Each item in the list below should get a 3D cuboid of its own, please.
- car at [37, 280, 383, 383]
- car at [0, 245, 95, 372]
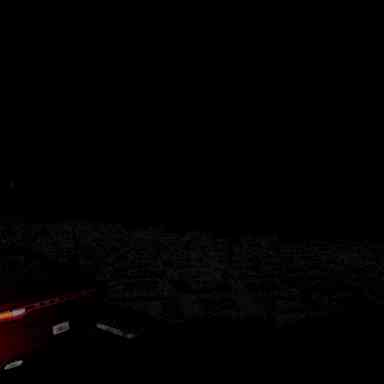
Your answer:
[{"bbox_3d":[1.163,1.545,2.136,4.507,1.381,1.887,0,0,35],"label":"car"},{"bbox_3d":[-3.432,1.545,5.399,4.507,1.381,1.887,0,0,35],"label":"car"}]
